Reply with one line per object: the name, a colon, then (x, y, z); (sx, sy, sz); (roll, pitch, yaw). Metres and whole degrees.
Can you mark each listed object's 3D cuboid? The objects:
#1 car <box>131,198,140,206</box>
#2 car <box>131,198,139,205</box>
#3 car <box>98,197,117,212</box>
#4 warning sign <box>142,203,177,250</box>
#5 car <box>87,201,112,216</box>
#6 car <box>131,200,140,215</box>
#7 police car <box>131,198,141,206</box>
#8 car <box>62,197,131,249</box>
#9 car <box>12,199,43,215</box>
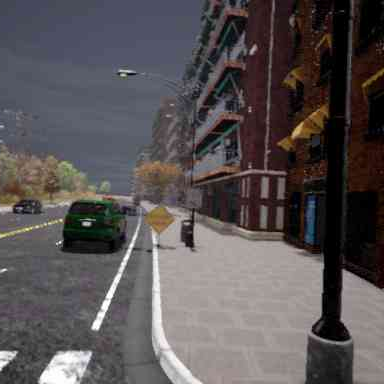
car: (-14.946, 2.568, 88.271); (2.150, 2.045, 5.566); (3, -1, -11)
car: (-16.097, 2.779, 94.129); (2.097, 1.767, 4.553); (3, -1, -11)
car: (-12.534, 1.771, 49.919); (2.150, 2.045, 5.566); (3, -1, -9)
warning sign: (-1.367, 1.415, 14.007); (1.300, 1.860, 1.060); (3, -1, -7)
car: (-10.948, 1.883, 39.599); (2.128, 1.511, 4.902); (3, -1, -8)
car: (-7.972, 2.084, 41.712); (2.128, 1.511, 4.902); (3, -1, -8)
police car: (-13.116, 2.625, 78.465); (1.930, 1.638, 5.238); (3, -1, -10)
car: (-4.421, 1.406, 15.774); (2.150, 2.045, 5.566); (3, -1, -6)
car: (-16.870, 1.477, 34.356); (1.837, 1.490, 4.892); (3, -2, -8)
